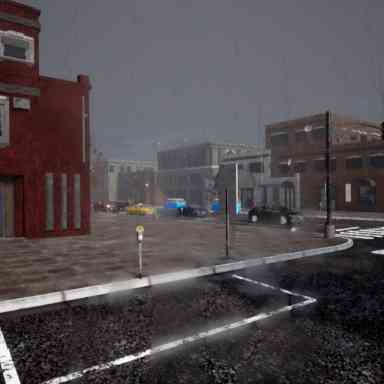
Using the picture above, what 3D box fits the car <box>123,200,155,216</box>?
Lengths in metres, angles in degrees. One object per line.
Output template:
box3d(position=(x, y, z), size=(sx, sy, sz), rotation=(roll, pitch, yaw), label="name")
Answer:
box3d(position=(-5.958, 2.048, 39.221), size=(1.752, 1.417, 4.829), rotation=(-2, 0, -36), label="car")

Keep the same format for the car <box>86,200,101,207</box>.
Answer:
box3d(position=(-22.640, 2.595, 76.246), size=(1.802, 1.307, 4.206), rotation=(-2, 0, -36), label="car")

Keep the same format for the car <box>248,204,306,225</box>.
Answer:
box3d(position=(6.608, 1.750, 26.353), size=(1.837, 1.490, 4.892), rotation=(-1, 0, -36), label="car")

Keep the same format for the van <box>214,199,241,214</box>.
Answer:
box3d(position=(4.040, 1.708, 39.672), size=(1.690, 1.788, 3.998), rotation=(-2, 0, -36), label="van")

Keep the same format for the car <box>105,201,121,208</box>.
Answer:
box3d(position=(-15.968, 2.433, 67.102), size=(1.802, 1.307, 4.206), rotation=(-2, 0, -36), label="car")

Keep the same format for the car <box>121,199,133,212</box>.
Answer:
box3d(position=(-10.308, 2.161, 49.618), size=(1.837, 1.490, 4.892), rotation=(-1, -1, -36), label="car")

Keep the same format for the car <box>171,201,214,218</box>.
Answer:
box3d(position=(-0.002, 1.969, 35.415), size=(1.994, 1.385, 4.181), rotation=(-1, 0, -36), label="car")

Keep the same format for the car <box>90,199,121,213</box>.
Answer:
box3d(position=(-12.735, 2.001, 48.501), size=(2.192, 1.841, 5.009), rotation=(-2, 0, -36), label="car")

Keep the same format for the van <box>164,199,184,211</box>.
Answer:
box3d(position=(-2.631, 1.869, 48.814), size=(1.690, 1.788, 3.998), rotation=(-2, 0, -36), label="van")
